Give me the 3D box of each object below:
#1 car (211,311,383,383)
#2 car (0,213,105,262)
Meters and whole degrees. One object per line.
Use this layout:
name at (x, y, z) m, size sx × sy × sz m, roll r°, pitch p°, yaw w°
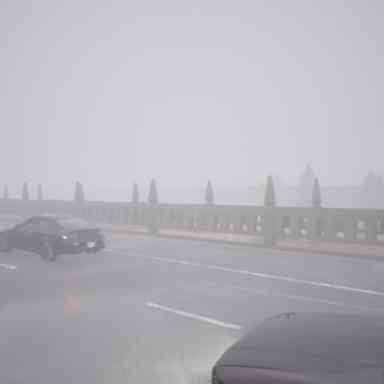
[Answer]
car at (2.687, 1.550, 2.071) m, size 5.357 × 1.411 × 2.033 m, roll 0°, pitch 0°, yaw 36°
car at (-5.077, 1.495, 11.919) m, size 4.674 × 1.442 × 1.812 m, roll 0°, pitch 0°, yaw 36°
